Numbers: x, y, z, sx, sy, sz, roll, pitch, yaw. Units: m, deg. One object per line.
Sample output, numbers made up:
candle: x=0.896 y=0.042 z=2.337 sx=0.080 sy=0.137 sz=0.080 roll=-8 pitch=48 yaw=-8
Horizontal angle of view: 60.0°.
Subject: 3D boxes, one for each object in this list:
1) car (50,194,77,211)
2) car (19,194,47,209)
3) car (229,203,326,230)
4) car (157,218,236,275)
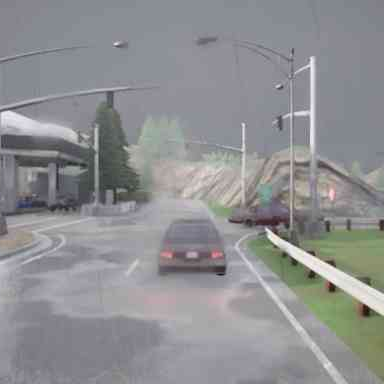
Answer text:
car: x=-14.517 y=1.201 z=37.879 sx=1.905 sy=1.878 sz=3.866 roll=0 pitch=0 yaw=-1
car: x=-20.222 y=1.355 z=42.159 sx=2.242 sy=1.667 sz=4.611 roll=0 pitch=0 yaw=-1
car: x=4.783 y=1.338 z=19.016 sx=5.357 sy=1.411 sz=2.033 roll=-1 pitch=-1 yaw=23
car: x=0.004 y=1.517 z=10.294 sx=2.033 sy=1.411 sz=5.357 roll=0 pitch=0 yaw=0
